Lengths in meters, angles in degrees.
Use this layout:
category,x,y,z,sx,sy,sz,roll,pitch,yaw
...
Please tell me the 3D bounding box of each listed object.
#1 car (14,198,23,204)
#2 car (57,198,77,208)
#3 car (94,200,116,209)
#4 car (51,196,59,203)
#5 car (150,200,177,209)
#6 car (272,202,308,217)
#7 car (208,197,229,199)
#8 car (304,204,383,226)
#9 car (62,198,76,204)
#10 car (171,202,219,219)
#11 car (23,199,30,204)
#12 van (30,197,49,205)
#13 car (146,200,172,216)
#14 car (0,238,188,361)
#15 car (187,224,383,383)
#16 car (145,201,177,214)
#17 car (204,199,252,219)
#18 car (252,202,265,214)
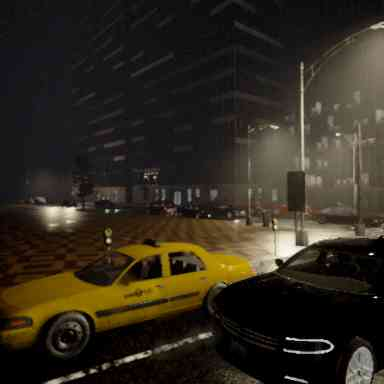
category,x,y,z,sx,sy,sz,roll,pitch,yaw
car,-43.888,2.225,84.636,1.752,1.417,4.829,-1,1,-41
car,-21.874,2.121,59.148,1.802,1.307,4.206,-1,1,-41
car,-14.200,1.981,54.386,1.882,1.535,5.008,-1,0,-41
car,-33.987,2.108,85.993,1.887,1.381,4.507,-1,1,-41
car,-4.440,1.910,51.790,1.947,1.339,4.313,-1,1,-41
car,10.334,1.670,34.689,1.967,1.590,4.097,-1,1,-41
car,2.942,1.602,43.235,2.192,1.841,5.009,-1,1,-41
car,11.206,1.816,24.385,2.033,1.411,5.357,-1,0,-36
car,-30.294,2.102,81.717,1.947,1.339,4.313,-1,1,-41
car,0.250,1.937,33.529,1.947,1.339,4.313,-1,1,-41
car,-36.513,2.173,76.097,1.752,1.417,4.829,-1,1,-41
van,-32.939,1.962,71.954,1.690,1.788,3.998,-1,1,-41
car,-3.439,1.839,37.798,1.967,1.590,4.097,-1,1,-41
car,-0.954,1.543,5.898,4.829,1.417,1.752,0,-1,-36
car,2.554,1.512,5.202,5.008,1.535,1.882,1,0,-36
car,-3.980,1.948,42.414,1.994,1.385,4.181,-1,0,-41
car,3.358,1.830,33.905,1.837,1.490,4.892,-1,1,-41
car,6.641,1.841,38.964,1.802,1.307,4.206,-1,1,-41
